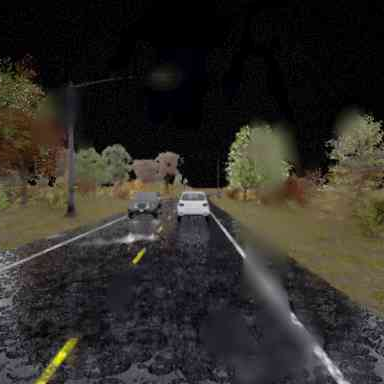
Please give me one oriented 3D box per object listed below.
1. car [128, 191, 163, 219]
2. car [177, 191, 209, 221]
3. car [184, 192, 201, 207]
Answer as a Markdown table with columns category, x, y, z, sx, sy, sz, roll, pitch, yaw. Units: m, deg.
| category | x | y | z | sx | sy | sz | roll | pitch | yaw |
| --- | --- | --- | --- | --- | --- | --- | --- | --- | --- |
| car | -3.579 | 0.945 | 26.421 | 2.150 | 2.045 | 5.566 | 0 | 0 | 0 |
| car | 0.093 | 0.966 | 24.400 | 2.150 | 2.045 | 5.566 | 0 | 1 | 0 |
| car | 0.098 | 0.912 | 42.424 | 2.097 | 1.767 | 4.553 | 0 | 0 | 0 |
